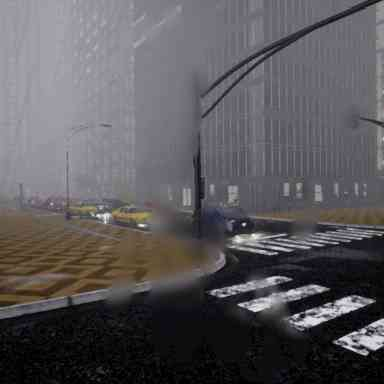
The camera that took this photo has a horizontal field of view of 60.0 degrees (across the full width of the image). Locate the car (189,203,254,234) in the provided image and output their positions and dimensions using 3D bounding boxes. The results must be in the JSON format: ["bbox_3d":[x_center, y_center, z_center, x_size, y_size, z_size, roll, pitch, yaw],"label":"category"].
[{"bbox_3d":[1.629,1.561,19.445,1.994,1.385,4.181,-1,1,-36],"label":"car"}]

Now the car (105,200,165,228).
[{"bbox_3d":[-4.012,1.552,22.844,1.752,1.417,4.829,-1,1,-36],"label":"car"}]

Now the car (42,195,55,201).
[{"bbox_3d":[-33.414,1.332,77.414,1.752,1.417,4.829,-1,1,-36],"label":"car"}]

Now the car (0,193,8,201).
[{"bbox_3d":[-46.202,1.449,81.694,1.887,1.381,4.507,-1,1,-36],"label":"car"}]

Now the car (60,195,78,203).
[{"bbox_3d":[-23.577,1.386,63.745,2.008,1.369,4.403,-1,1,-36],"label":"car"}]

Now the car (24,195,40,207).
[{"bbox_3d":[-23.482,1.411,50.120,1.967,1.590,4.097,-1,1,-36],"label":"car"}]

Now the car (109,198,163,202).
[{"bbox_3d":[-4.979,1.527,28.629,2.033,1.411,5.357,-1,1,-36],"label":"car"}]

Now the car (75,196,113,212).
[{"bbox_3d":[-11.010,1.455,37.025,2.128,1.511,4.902,-1,1,-36],"label":"car"}]

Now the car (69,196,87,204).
[{"bbox_3d":[-20.331,1.389,59.234,1.887,1.381,4.507,-1,1,-36],"label":"car"}]

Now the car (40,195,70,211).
[{"bbox_3d":[-16.991,1.429,41.099,1.967,1.590,4.097,-1,1,-36],"label":"car"}]

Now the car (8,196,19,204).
[{"bbox_3d":[-33.219,1.494,63.653,2.008,1.369,4.403,-1,1,-36],"label":"car"}]

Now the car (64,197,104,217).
[{"bbox_3d":[-10.448,1.533,31.908,1.752,1.417,4.829,-1,1,-36],"label":"car"}]

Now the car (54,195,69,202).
[{"bbox_3d":[-26.823,1.407,68.255,1.802,1.307,4.206,-1,1,-36],"label":"car"}]

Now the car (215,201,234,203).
[{"bbox_3d":[2.495,1.455,27.736,2.008,1.369,4.403,-1,1,-36],"label":"car"}]

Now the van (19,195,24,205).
[{"bbox_3d":[-26.729,1.303,54.630,1.690,1.788,3.998,-1,1,-36],"label":"van"}]

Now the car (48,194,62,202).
[{"bbox_3d":[-30.070,1.256,72.765,1.967,1.590,4.097,-1,1,-36],"label":"car"}]

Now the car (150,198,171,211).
[{"bbox_3d":[-4.057,1.328,36.716,1.967,1.590,4.097,-1,1,-36],"label":"car"}]
